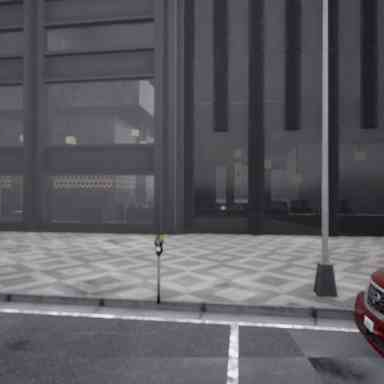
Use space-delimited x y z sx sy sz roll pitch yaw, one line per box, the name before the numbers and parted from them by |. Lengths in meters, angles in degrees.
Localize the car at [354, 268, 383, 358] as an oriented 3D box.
car | 4.684 1.318 3.785 5.009 1.841 2.192 0 0 8
